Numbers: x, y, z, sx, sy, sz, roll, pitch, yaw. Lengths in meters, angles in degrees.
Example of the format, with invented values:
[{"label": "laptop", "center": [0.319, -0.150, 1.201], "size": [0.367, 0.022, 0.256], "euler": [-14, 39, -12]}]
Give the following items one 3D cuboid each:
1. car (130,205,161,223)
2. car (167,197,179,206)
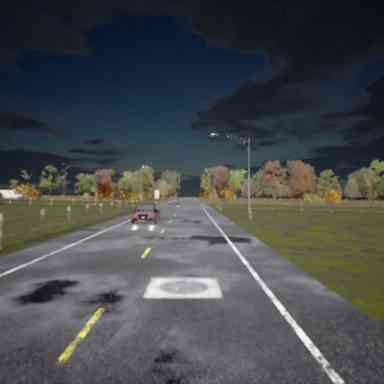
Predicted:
[{"label": "car", "center": [-3.601, 1.697, 26.401], "size": [1.994, 1.385, 4.181], "euler": [0, 0, 0]}, {"label": "car", "center": [-3.512, 1.692, 63.141], "size": [2.097, 1.767, 4.553], "euler": [0, -1, 0]}]
